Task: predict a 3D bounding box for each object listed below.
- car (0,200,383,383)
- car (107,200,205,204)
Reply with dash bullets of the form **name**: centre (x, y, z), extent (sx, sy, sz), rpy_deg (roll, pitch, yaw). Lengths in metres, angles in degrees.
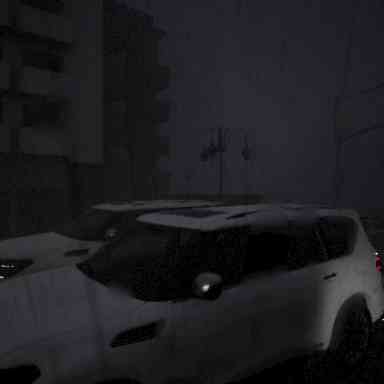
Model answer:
- **car**: centre (0.160, 1.214, 4.080), extent (5.566, 2.045, 2.150), rpy_deg (0, 0, -35)
- **car**: centre (-1.391, 1.216, 7.273), extent (5.566, 2.045, 2.150), rpy_deg (0, 0, -35)
